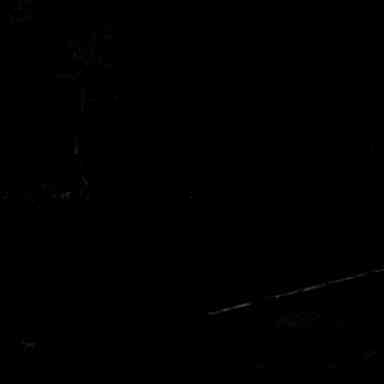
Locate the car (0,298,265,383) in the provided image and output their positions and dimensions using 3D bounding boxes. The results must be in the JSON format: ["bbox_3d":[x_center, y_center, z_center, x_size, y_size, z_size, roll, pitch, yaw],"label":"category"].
[{"bbox_3d":[-1.640,1.601,2.577,4.718,1.301,1.895,1,-1,-36],"label":"car"}]
